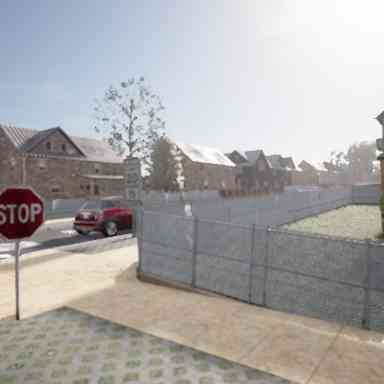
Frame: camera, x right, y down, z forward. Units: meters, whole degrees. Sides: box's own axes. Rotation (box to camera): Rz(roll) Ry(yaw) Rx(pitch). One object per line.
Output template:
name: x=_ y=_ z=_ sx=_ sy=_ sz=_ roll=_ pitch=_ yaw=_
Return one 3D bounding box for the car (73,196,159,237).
car: x=-3.259 y=0.980 z=15.831 sx=2.097 sy=1.767 sz=4.553 roll=-2 pitch=1 yaw=36

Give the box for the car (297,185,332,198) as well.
car: x=15.094 y=0.064 z=40.784 sx=2.033 sy=1.411 sz=5.357 roll=-2 pitch=1 yaw=37

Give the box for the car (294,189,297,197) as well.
car: x=15.379 y=-0.004 z=45.916 sx=1.994 sy=1.385 sz=4.181 roll=-2 pitch=1 yaw=36

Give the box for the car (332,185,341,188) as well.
car: x=21.042 y=-0.283 z=48.994 sx=2.033 sy=1.411 sz=5.357 roll=-2 pitch=1 yaw=36
